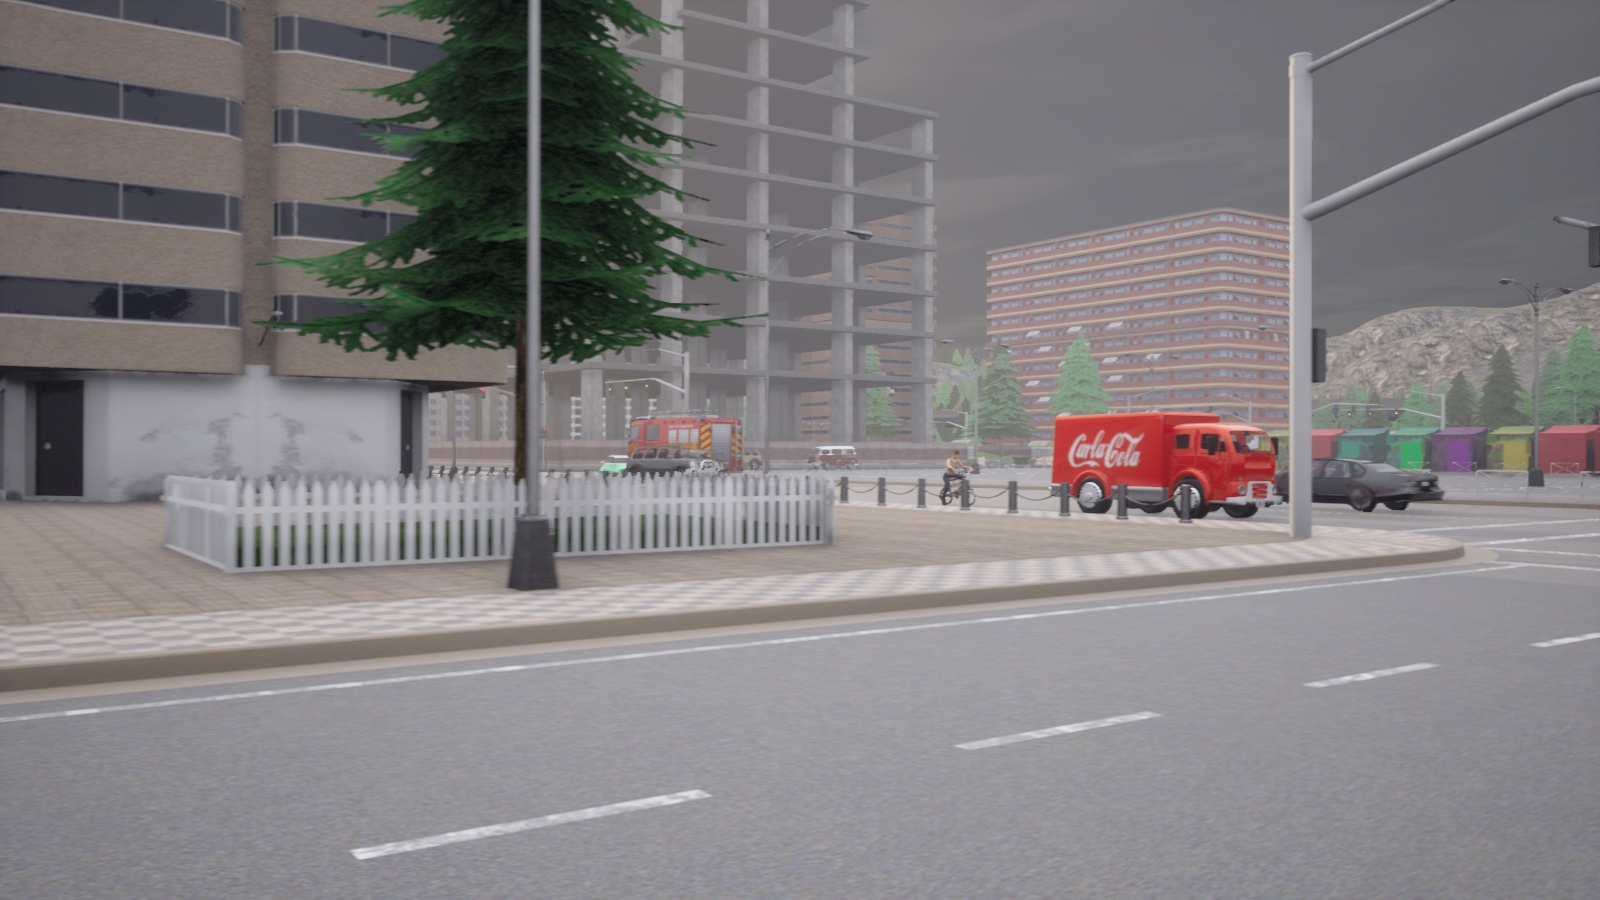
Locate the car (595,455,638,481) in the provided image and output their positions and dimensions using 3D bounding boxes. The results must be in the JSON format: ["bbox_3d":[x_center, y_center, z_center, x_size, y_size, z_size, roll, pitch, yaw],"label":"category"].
[{"bbox_3d":[-9.987,0.988,68.443,1.481,1.376,2.207,0,0,-35],"label":"car"}]

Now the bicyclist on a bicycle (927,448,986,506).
[{"bbox_3d":[4.425,0.759,35.666,0.866,1.612,1.509,0,0,-35],"label":"bicyclist on a bicycle"}]

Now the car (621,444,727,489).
[{"bbox_3d":[-5.485,0.706,54.252,4.605,1.855,1.932,0,0,41],"label":"car"}]

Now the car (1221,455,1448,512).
[{"bbox_3d":[14.260,0.845,33.849,2.033,1.411,5.357,0,0,-35],"label":"car"}]

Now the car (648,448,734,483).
[{"bbox_3d":[-5.416,0.752,61.920,2.242,1.667,4.611,0,0,-35],"label":"car"}]

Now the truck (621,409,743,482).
[{"bbox_3d":[-6.690,-0.234,69.837,2.891,3.827,8.468,0,0,-35],"label":"truck"}]

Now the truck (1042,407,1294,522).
[{"bbox_3d":[8.575,0.313,29.732,2.627,2.467,5.204,0,0,-35],"label":"truck"}]
